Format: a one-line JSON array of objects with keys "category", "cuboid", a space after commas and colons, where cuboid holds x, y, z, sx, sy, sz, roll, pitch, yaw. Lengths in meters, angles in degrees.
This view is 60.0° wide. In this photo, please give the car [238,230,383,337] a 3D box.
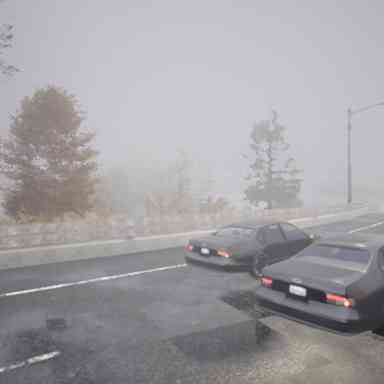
[{"category": "car", "cuboid": [3.545, 1.553, 6.701, 5.357, 1.411, 2.033, 0, 0, -40]}]

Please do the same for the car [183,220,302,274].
[{"category": "car", "cuboid": [2.261, 1.564, 10.178, 5.357, 1.411, 2.033, 0, 0, -40]}]
